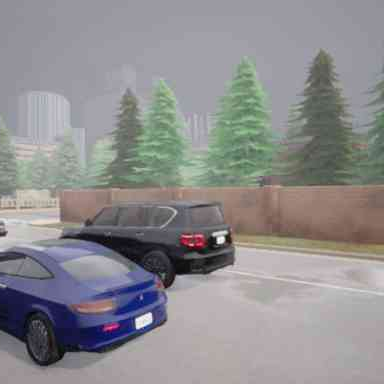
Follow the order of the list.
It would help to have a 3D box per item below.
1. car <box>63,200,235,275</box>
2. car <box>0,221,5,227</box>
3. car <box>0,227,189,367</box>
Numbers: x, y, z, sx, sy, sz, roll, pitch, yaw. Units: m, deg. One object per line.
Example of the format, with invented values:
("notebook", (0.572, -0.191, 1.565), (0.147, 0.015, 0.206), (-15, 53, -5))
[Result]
("car", (-1.499, 1.263, 9.361), (5.566, 2.045, 2.150), (-1, -1, 36))
("car", (-11.053, 1.675, 16.202), (5.357, 1.411, 2.033), (0, 0, 36))
("car", (-2.517, 1.562, 5.792), (4.674, 1.442, 1.812), (0, 0, 36))
